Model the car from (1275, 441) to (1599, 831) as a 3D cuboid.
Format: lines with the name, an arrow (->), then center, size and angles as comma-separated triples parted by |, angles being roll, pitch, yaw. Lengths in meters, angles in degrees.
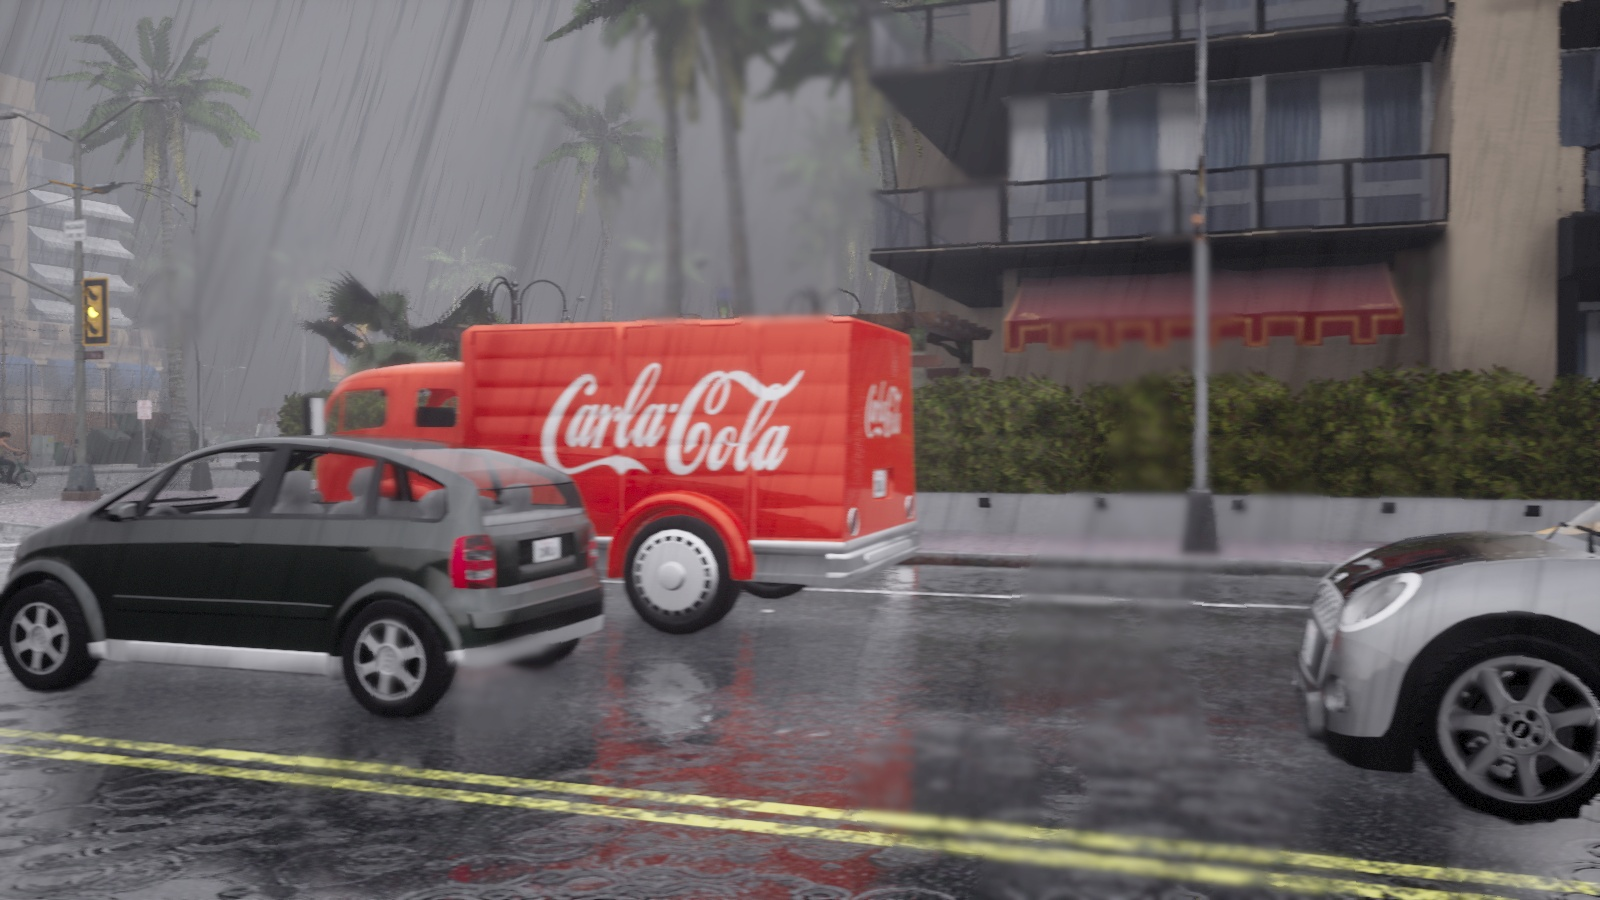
car -> 4.150, 0.720, 5.488 | 3.806, 1.475, 1.970 | 1, 1, 19

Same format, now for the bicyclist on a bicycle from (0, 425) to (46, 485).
bicyclist on a bicycle -> -21.901, 0.124, 34.770 | 0.866, 1.612, 1.509 | 1, 1, 27

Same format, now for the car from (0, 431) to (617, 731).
car -> -3.245, 0.665, 7.991 | 3.705, 1.549, 1.789 | 1, 1, 18

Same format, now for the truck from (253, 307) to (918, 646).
truck -> -1.798, 0.154, 11.181 | 5.204, 2.467, 2.627 | 1, 1, 18

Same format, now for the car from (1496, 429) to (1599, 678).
car -> 7.649, 0.666, 8.001 | 5.366, 1.575, 1.801 | 1, 1, 19
